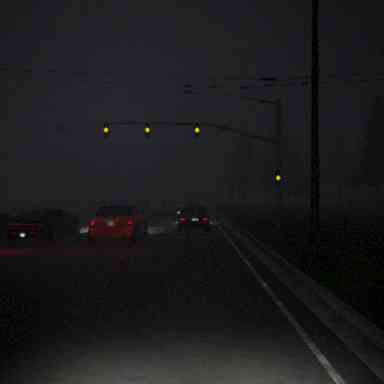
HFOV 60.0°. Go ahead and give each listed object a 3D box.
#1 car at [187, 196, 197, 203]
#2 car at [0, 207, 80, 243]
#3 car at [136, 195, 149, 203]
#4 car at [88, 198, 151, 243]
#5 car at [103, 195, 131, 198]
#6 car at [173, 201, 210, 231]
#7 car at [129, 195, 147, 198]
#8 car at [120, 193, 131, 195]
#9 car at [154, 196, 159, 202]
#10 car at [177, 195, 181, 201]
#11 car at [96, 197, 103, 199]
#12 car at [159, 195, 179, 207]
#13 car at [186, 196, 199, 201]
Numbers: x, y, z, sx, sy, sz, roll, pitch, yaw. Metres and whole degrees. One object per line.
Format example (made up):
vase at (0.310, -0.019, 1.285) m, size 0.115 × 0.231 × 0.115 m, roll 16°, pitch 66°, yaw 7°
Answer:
car at (-0.004, 1.534, 71.112) m, size 1.895 × 1.301 × 4.718 m, roll 0°, pitch 0°, yaw 0°
car at (-6.900, 1.491, 15.963) m, size 1.837 × 1.490 × 4.892 m, roll 0°, pitch 0°, yaw 0°
car at (-10.504, 1.479, 71.057) m, size 2.033 × 1.411 × 5.357 m, roll 0°, pitch 0°, yaw 0°
car at (-3.400, 1.338, 16.060) m, size 2.097 × 1.767 × 4.553 m, roll 0°, pitch 0°, yaw 0°
car at (-10.404, 1.508, 46.234) m, size 2.033 × 1.411 × 5.357 m, roll 0°, pitch 0°, yaw 0°
car at (0.100, 1.530, 20.402) m, size 2.033 × 1.411 × 5.357 m, roll 0°, pitch 0°, yaw 0°
car at (-6.904, 1.508, 46.203) m, size 2.033 × 1.411 × 5.357 m, roll 0°, pitch 0°, yaw 0°
car at (-14.004, 1.164, 71.056) m, size 2.150 × 2.045 × 5.566 m, roll 0°, pitch 0°, yaw 0°
car at (-7.004, 1.479, 71.091) m, size 2.033 × 1.411 × 5.357 m, roll 0°, pitch 0°, yaw 0°
car at (-3.504, 1.439, 71.307) m, size 1.837 × 1.490 × 4.892 m, roll 0°, pitch 0°, yaw 0°
car at (-13.904, 1.446, 51.995) m, size 2.128 × 1.511 × 4.902 m, roll 0°, pitch 0°, yaw 0°
car at (-3.403, 1.558, 49.520) m, size 1.895 × 1.301 × 4.718 m, roll 0°, pitch 0°, yaw 0°
car at (0.098, 1.519, 51.704) m, size 1.994 × 1.385 × 4.181 m, roll 0°, pitch 0°, yaw 0°
